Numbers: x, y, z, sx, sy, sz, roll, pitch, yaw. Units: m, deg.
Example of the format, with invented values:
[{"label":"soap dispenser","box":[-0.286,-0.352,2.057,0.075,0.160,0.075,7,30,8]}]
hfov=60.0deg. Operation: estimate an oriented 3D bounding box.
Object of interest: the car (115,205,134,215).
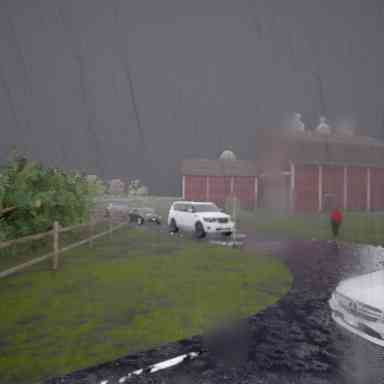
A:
[{"label":"car","box":[-9.897,2.576,48.836,1.994,1.385,4.181,1,-2,-22]}]

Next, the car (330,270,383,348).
[{"label":"car","box":[4.577,1.613,5.341,4.674,1.442,1.812,1,-1,-13]}]

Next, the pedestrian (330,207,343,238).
[{"label":"pedestrian","box":[8.320,1.713,19.266,0.375,1.860,0.375,0,0,-32]}]

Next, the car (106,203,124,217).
[{"label":"car","box":[-8.708,2.272,38.615,1.837,1.490,4.892,1,-2,-25]}]

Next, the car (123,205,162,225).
[{"label":"car","box":[-4.265,2.086,29.531,1.837,1.490,4.892,1,-2,-27]}]

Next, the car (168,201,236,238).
[{"label":"car","box":[0.447,1.625,20.944,2.150,2.045,5.566,1,-2,-30]}]

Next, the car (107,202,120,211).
[{"label":"car","box":[-14.854,2.770,62.683,1.882,1.535,5.008,1,-1,-18]}]
